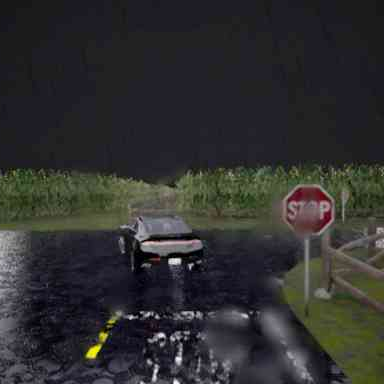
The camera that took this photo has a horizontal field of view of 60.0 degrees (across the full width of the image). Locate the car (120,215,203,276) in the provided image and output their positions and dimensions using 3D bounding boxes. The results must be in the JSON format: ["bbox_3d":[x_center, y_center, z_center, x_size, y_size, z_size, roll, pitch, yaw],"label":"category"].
[{"bbox_3d":[-1.124,1.453,10.378,2.128,1.511,4.902,0,0,-17],"label":"car"}]
